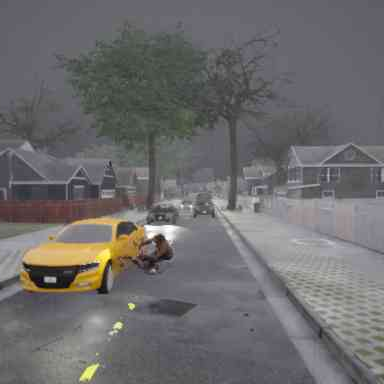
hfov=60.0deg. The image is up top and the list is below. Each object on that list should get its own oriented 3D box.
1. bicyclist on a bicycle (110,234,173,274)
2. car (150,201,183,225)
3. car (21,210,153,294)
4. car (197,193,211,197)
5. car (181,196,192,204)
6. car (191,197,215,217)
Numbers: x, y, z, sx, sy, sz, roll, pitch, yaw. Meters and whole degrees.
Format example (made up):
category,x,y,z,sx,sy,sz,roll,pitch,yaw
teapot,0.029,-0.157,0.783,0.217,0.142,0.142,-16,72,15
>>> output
category,x,y,z,sx,sy,sz,roll,pitch,yaw
bicyclist on a bicycle,-1.020,1.527,7.949,1.656,0.582,1.620,15,-49,-36
car,-2.038,1.558,24.197,1.994,1.385,4.181,0,0,3
car,-2.611,1.475,9.145,1.882,1.535,5.008,0,0,5
car,1.566,1.205,43.921,2.150,2.045,5.566,0,0,2
car,-0.867,1.477,58.211,1.837,1.490,4.892,0,0,2
car,1.105,1.516,30.661,1.812,1.442,4.674,0,0,1
